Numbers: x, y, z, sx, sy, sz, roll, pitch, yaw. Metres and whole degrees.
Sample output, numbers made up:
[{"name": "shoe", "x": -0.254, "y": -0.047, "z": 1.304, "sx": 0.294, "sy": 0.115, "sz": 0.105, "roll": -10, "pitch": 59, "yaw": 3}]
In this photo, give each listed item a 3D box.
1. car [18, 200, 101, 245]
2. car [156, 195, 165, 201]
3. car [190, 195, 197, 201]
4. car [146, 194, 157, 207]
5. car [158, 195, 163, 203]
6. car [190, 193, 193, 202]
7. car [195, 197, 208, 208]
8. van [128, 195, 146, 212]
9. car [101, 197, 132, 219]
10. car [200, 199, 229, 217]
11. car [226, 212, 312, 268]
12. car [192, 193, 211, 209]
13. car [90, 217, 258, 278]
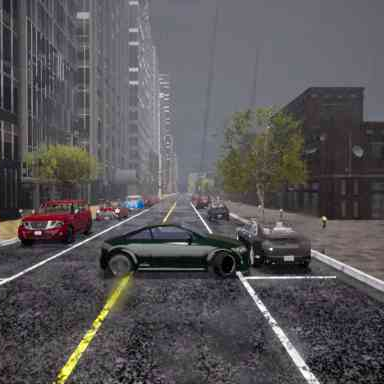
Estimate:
[{"name": "car", "x": -6.189, "y": 1.310, "z": 15.725, "sx": 2.192, "sy": 1.841, "sz": 5.009, "roll": -1, "pitch": 0, "yaw": -1}, {"name": "car", "x": -7.842, "y": 1.496, "z": 82.679, "sx": 1.752, "sy": 1.417, "sz": 4.829, "roll": -1, "pitch": 0, "yaw": -1}, {"name": "car", "x": 0.387, "y": 1.551, "z": 88.590, "sx": 1.802, "sy": 1.307, "sz": 4.206, "roll": -1, "pitch": 0, "yaw": -1}, {"name": "car", "x": -6.977, "y": 1.299, "z": 49.652, "sx": 2.192, "sy": 1.841, "sz": 5.009, "roll": -1, "pitch": 0, "yaw": -1}, {"name": "car", "x": -7.410, "y": 1.522, "z": 66.251, "sx": 1.887, "sy": 1.381, "sz": 4.507, "roll": -1, "pitch": 0, "yaw": -1}, {"name": "car", "x": 0.819, "y": 1.290, "z": 71.993, "sx": 2.192, "sy": 1.841, "sz": 5.009, "roll": -1, "pitch": 0, "yaw": -1}, {"name": "car", "x": 1.399, "y": 1.509, "z": 50.032, "sx": 1.752, "sy": 1.417, "sz": 4.829, "roll": -1, "pitch": 0, "yaw": -1}, {"name": "van", "x": -6.687, "y": 1.329, "z": 38.586, "sx": 1.690, "sy": 1.788, "sz": 3.998, "roll": -1, "pitch": 0, "yaw": -1}, {"name": "car", "x": -6.387, "y": 1.432, "z": 26.793, "sx": 1.967, "sy": 1.590, "sz": 4.097, "roll": -1, "pitch": 0, "yaw": -1}, {"name": "car", "x": 2.016, "y": 1.543, "z": 26.996, "sx": 2.008, "sy": 1.369, "sz": 4.403, "roll": -1, "pitch": 0, "yaw": -1}, {"name": "car", "x": 2.550, "y": 1.548, "z": 11.137, "sx": 2.008, "sy": 1.369, "sz": 4.403, "roll": -1, "pitch": 0, "yaw": -1}, {"name": "car", "x": 1.545, "y": 1.301, "z": 44.329, "sx": 2.192, "sy": 1.841, "sz": 5.009, "roll": -1, "pitch": 0, "yaw": -1}, {"name": "car", "x": -0.467, "y": 1.557, "z": 9.538, "sx": 4.181, "sy": 1.385, "sz": 1.994, "roll": 0, "pitch": 0, "yaw": -1}]
